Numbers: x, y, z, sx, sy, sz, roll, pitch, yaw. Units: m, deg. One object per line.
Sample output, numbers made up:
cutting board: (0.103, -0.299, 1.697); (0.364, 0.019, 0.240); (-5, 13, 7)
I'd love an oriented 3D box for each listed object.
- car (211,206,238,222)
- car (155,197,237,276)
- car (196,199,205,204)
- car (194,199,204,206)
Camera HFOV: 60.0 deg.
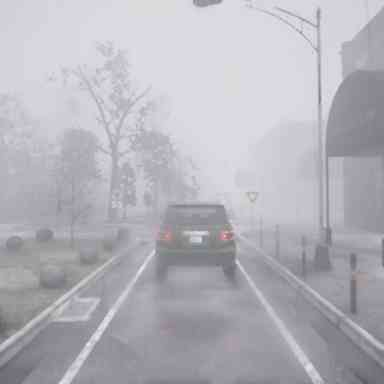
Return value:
car: (3.382, 2.280, 35.348); (2.128, 1.511, 4.902); (0, -2, -3)
car: (0.099, 1.296, 10.751); (2.150, 2.045, 5.566); (0, -1, 0)
car: (2.283, 2.466, 88.143); (1.994, 1.385, 4.181); (0, -1, 5)
car: (1.715, 2.505, 77.814); (2.128, 1.511, 4.902); (0, 0, 3)
